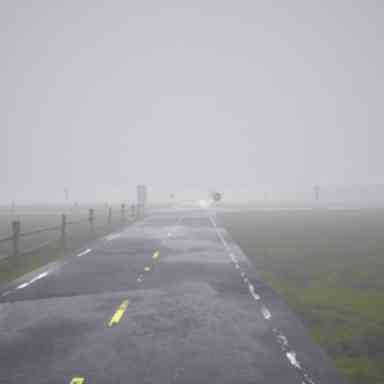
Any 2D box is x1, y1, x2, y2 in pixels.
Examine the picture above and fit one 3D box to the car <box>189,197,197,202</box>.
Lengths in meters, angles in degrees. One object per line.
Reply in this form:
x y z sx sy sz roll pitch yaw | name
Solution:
0.287 1.850 83.747 2.033 1.411 5.357 0 0 4 | car
